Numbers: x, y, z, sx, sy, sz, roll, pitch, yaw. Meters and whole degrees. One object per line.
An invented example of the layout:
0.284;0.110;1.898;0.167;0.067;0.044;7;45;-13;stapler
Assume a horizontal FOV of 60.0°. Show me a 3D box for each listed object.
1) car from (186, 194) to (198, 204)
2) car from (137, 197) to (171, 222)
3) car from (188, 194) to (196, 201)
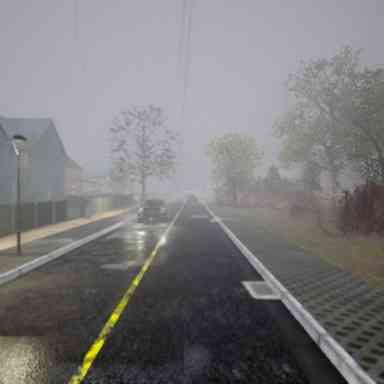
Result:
-0.001;1.327;60.409;1.837;1.490;4.892;0;0;0;car
-2.780;1.275;25.185;2.097;1.767;4.553;0;0;1;car
-0.001;1.184;70.840;1.837;1.490;4.892;0;0;0;car
